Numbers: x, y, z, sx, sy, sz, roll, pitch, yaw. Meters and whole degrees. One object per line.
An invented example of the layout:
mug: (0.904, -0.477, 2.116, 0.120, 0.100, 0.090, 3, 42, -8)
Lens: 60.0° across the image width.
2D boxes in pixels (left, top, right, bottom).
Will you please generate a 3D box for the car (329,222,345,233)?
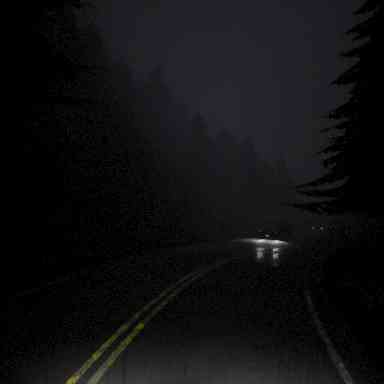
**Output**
car: (18.831, 4.590, 43.185, 2.033, 1.411, 5.357, 1, -4, 27)

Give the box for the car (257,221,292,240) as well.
car: (7.075, 3.175, 28.001, 2.033, 1.411, 5.357, 1, -4, 28)

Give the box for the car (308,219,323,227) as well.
car: (24.224, 6.118, 65.401, 1.882, 1.535, 5.008, 1, -4, 8)
